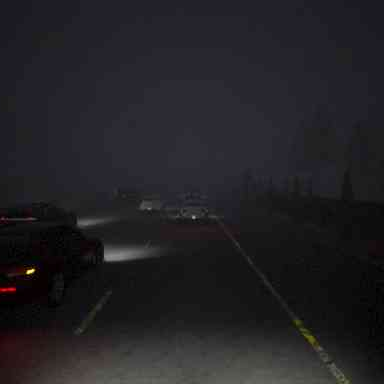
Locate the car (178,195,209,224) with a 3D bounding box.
[{"bbox_3d":[0.103,1.180,21.397,1.812,1.442,4.674,0,1,0],"label":"car"}]

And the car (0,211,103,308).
[{"bbox_3d":[-3.400,1.403,7.485,1.812,1.442,4.674,0,1,0],"label":"car"}]

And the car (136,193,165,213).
[{"bbox_3d":[-3.395,1.029,28.927,1.812,1.442,4.674,0,2,0],"label":"car"}]

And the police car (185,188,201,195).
[{"bbox_3d":[0.101,0.271,41.632,2.038,1.542,4.974,0,5,0],"label":"police car"}]

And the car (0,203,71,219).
[{"bbox_3d":[-6.898,1.242,15.352,2.128,1.511,4.902,0,1,0],"label":"car"}]

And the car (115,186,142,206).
[{"bbox_3d":[-6.894,0.358,36.660,2.150,2.045,5.566,0,4,0],"label":"car"}]
